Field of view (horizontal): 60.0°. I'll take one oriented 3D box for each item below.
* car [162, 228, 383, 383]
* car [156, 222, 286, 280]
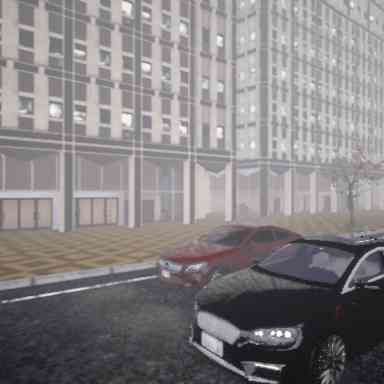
[{"bbox_3d":[2.216,1.501,5.296,4.902,1.511,2.128,0,0,-36],"label":"car"},{"bbox_3d":[1.315,1.538,8.653,4.674,1.442,1.812,0,0,-36],"label":"car"}]
